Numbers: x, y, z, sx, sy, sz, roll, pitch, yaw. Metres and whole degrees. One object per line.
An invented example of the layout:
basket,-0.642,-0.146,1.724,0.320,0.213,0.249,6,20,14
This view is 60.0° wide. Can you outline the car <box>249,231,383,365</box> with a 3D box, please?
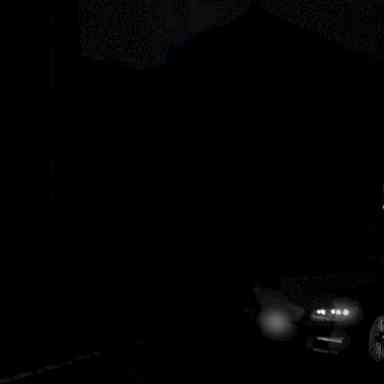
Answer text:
car,3.133,1.493,5.894,4.902,1.511,2.128,0,0,-35
